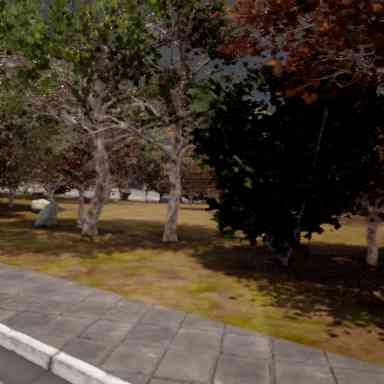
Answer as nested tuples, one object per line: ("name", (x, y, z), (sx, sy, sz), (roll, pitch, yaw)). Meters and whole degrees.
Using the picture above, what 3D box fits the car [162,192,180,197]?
("car", (-5.893, 0.384, 95.172), (2.435, 2.045, 5.566), (7, 2, 41))
